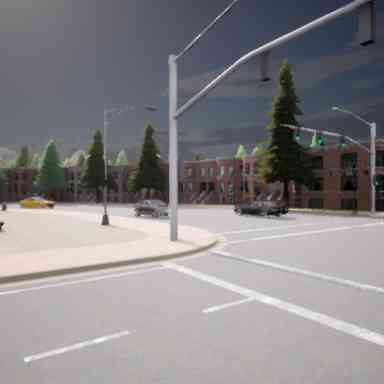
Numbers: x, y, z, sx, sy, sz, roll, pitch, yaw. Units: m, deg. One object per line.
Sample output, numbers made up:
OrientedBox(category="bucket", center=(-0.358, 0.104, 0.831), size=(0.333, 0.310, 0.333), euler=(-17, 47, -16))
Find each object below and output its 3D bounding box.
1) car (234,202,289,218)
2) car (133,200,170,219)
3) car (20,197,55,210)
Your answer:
OrientedBox(category="car", center=(5.733, 1.469, 28.191), size=(1.895, 1.301, 4.718), euler=(0, 0, -36))
OrientedBox(category="car", center=(-3.208, 1.406, 28.042), size=(2.128, 1.511, 4.902), euler=(0, 0, -37))
OrientedBox(category="car", center=(-19.859, 1.423, 42.783), size=(5.008, 1.535, 1.882), euler=(-1, 0, 26))
